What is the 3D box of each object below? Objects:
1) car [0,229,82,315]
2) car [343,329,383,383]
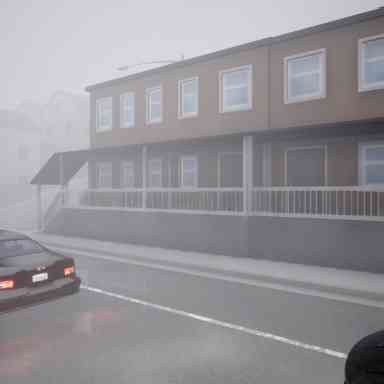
[{"bbox_3d":[-4.709,1.547,7.320,5.357,1.411,2.033,0,0,36],"label":"car"},{"bbox_3d":[3.417,1.478,1.551,5.008,1.535,1.882,0,0,35],"label":"car"}]
